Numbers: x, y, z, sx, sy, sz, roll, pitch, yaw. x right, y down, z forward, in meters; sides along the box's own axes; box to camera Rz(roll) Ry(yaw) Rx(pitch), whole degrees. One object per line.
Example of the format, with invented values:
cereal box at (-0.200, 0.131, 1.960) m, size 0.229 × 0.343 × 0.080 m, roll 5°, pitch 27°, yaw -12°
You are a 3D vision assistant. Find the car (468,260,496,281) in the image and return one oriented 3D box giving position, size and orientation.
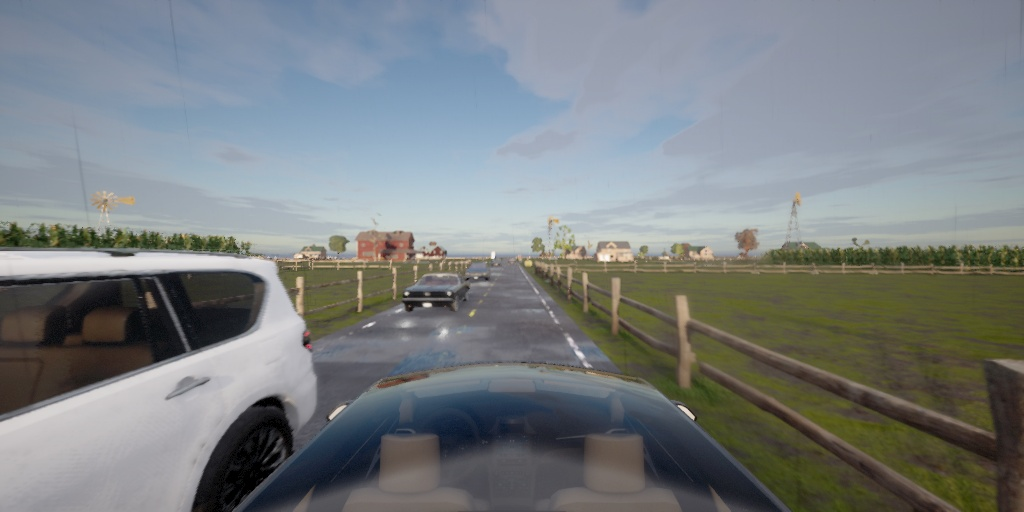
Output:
car at (-2.743, 1.294, 30.206) m, size 2.033 × 1.411 × 5.357 m, roll 0°, pitch 0°, yaw 0°

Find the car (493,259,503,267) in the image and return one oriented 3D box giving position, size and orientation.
car at (-2.745, 1.238, 63.475) m, size 1.837 × 1.490 × 4.892 m, roll 0°, pitch 0°, yaw 1°

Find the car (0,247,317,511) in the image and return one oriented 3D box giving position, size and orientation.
car at (-2.850, 0.974, 1.001) m, size 2.150 × 2.045 × 5.566 m, roll 0°, pitch 0°, yaw 0°

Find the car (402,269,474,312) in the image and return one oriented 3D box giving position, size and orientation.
car at (-2.838, 1.350, 14.282) m, size 1.895 × 1.301 × 4.718 m, roll 0°, pitch 0°, yaw 0°
